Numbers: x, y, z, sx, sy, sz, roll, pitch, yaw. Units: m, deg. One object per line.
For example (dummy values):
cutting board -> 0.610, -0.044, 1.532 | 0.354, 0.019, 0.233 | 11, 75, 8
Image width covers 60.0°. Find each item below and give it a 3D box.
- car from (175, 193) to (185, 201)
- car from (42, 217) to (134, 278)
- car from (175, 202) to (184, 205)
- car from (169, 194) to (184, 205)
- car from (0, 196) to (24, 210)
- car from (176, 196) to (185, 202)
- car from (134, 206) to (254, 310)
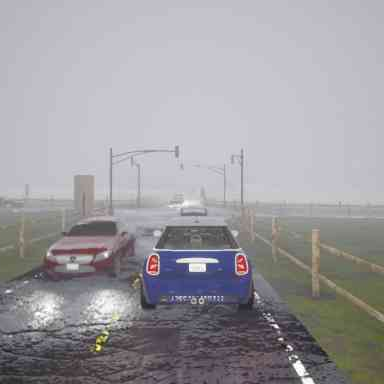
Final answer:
car -> -2.756, 1.242, 68.042 | 2.150, 2.045, 5.566 | 0, 0, 0
car -> -2.853, 1.527, 10.271 | 1.812, 1.442, 4.674 | 0, 0, 0
car -> 0.092, 1.508, 17.155 | 1.837, 1.490, 4.892 | 0, 0, 0
car -> -2.851, 1.580, 58.577 | 1.994, 1.385, 4.181 | 0, 0, 0
car -> -21.052, 1.112, 36.272 | 5.008, 1.535, 1.882 | 1, 0, 0
car -> -2.702, 1.566, 78.709 | 2.033, 1.411, 5.357 | 0, 0, 0
car -> 0.096, 1.353, 7.990 | 2.097, 1.767, 4.553 | 0, 0, 0
